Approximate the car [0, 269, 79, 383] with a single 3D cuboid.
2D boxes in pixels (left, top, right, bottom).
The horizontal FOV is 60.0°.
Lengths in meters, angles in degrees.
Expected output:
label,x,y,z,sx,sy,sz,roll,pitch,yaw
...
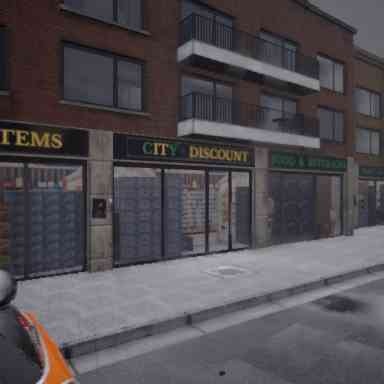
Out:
label,x,y,z,sx,sy,sz,roll,pitch,yaw
car,-2.800,1.352,1.375,4.553,1.767,2.097,0,0,-36
